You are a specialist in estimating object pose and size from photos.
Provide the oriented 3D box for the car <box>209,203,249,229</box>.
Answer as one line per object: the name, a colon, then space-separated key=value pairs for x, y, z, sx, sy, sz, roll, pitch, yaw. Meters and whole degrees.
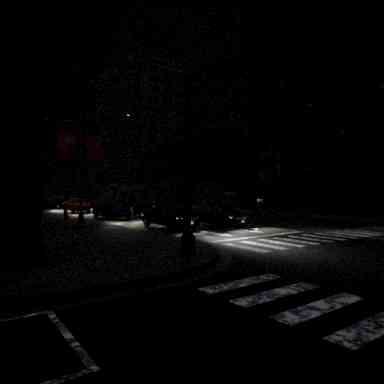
car: x=1.663 y=1.500 z=21.995 sx=1.812 sy=1.442 sz=4.674 roll=0 pitch=0 yaw=-37

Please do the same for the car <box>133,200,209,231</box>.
car: x=-1.434 y=1.469 z=20.704 sx=2.128 sy=1.511 sz=4.902 roll=0 pitch=0 yaw=-36

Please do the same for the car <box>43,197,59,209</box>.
car: x=-18.382 y=1.535 z=44.322 sx=1.895 sy=1.301 sz=4.718 roll=0 pitch=0 yaw=-35

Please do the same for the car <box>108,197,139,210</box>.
car: x=-8.813 y=1.427 z=42.410 sx=2.128 sy=1.511 sz=4.902 roll=0 pitch=0 yaw=-36

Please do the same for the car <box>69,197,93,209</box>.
car: x=-15.260 y=1.457 z=45.541 sx=1.812 sy=1.442 sz=4.674 roll=0 pitch=0 yaw=-35

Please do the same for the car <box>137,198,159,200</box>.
car: x=-3.578 y=1.313 z=29.243 sx=2.097 sy=1.767 sz=4.553 roll=0 pitch=0 yaw=-36

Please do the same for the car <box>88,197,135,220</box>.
car: x=-6.851 y=1.441 z=28.227 sx=1.882 sy=1.535 sz=5.008 roll=0 pitch=0 yaw=-36

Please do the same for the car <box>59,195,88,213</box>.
car: x=-12.623 y=1.426 z=36.249 sx=1.882 sy=1.535 sz=5.008 roll=0 pitch=0 yaw=-35
